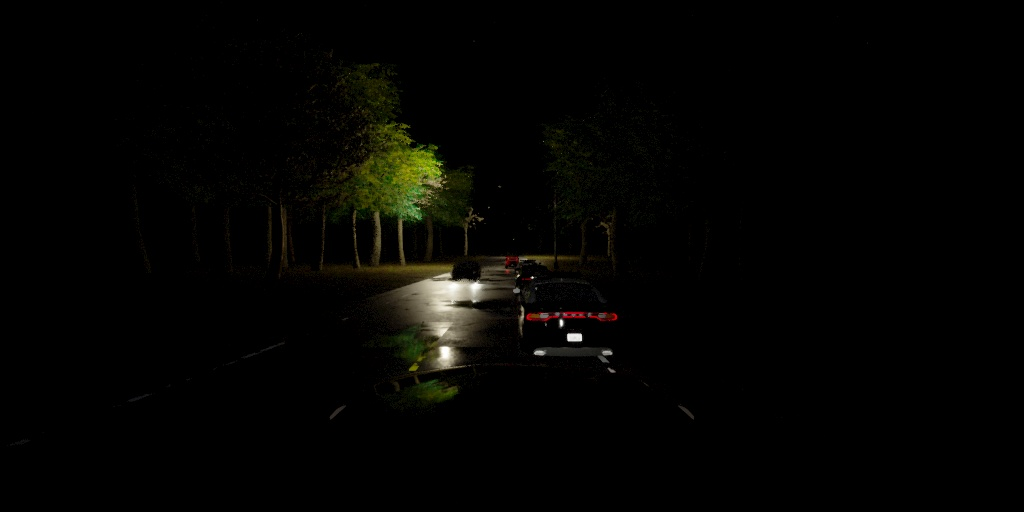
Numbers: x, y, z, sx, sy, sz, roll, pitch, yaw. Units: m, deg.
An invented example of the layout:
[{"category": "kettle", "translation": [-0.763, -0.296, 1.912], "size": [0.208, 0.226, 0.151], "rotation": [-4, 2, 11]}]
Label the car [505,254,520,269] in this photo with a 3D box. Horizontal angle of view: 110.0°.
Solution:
[{"category": "car", "translation": [0.082, 0.899, 47.243], "size": [1.812, 1.442, 4.674], "rotation": [0, 1, 1]}]

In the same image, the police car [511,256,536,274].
[{"category": "police car", "translation": [1.077, 1.068, 24.634], "size": [1.930, 1.638, 5.238], "rotation": [0, 0, 0]}]

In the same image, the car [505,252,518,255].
[{"category": "car", "translation": [0.064, 0.290, 60.129], "size": [2.150, 2.045, 5.566], "rotation": [0, 2, 0]}]

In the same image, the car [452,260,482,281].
[{"category": "car", "translation": [-3.468, 1.089, 28.032], "size": [1.882, 1.535, 5.008], "rotation": [0, 1, 0]}]

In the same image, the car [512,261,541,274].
[{"category": "car", "translation": [1.070, 1.199, 18.523], "size": [1.837, 1.490, 4.892], "rotation": [0, 0, 0]}]

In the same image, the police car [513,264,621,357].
[{"category": "police car", "translation": [1.060, 1.166, 8.634], "size": [1.930, 1.638, 5.238], "rotation": [0, 0, 0]}]
